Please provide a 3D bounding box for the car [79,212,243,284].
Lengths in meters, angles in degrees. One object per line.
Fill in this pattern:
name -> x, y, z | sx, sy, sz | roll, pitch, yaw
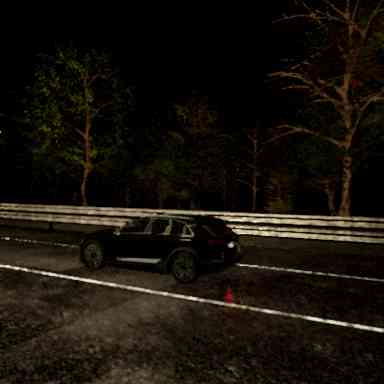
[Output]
car -> -1.000, 1.405, 9.492 | 4.856, 1.649, 2.033 | 0, 0, 27
